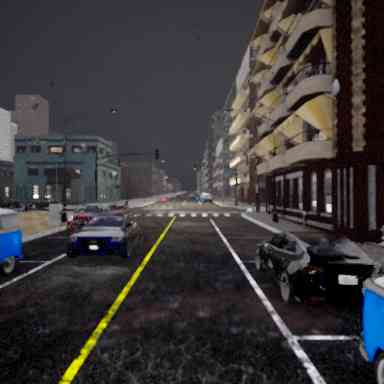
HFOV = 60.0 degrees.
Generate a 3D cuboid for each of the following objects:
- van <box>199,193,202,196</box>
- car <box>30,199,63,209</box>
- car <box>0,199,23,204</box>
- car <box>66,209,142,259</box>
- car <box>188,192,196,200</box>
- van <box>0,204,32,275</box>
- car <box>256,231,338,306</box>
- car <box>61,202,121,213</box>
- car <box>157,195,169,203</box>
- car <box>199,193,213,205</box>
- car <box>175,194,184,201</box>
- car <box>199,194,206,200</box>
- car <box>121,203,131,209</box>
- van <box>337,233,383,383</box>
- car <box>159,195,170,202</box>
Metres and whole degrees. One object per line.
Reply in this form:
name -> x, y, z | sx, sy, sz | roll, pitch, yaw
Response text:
van -> 2.722, 1.178, 62.845 | 1.690, 1.788, 3.998 | 1, 0, 0
car -> -19.705, 1.593, 45.066 | 4.403, 1.369, 2.008 | 0, 0, 1
car -> -25.186, 1.634, 45.143 | 4.313, 1.339, 1.947 | 0, 0, 1
car -> -3.089, 1.538, 12.412 | 1.994, 1.385, 4.181 | 0, 0, 0
car -> 0.024, 1.296, 87.133 | 1.994, 1.385, 4.181 | 0, 0, 0
van -> -5.641, 1.326, 7.810 | 1.690, 1.788, 3.998 | 1, 0, 0
car -> 2.703, 1.550, 7.842 | 1.947, 1.339, 4.313 | 1, 0, 0
car -> -5.639, 1.400, 19.103 | 1.967, 1.590, 4.097 | 1, 0, 0
car -> -5.662, 1.418, 62.812 | 1.802, 1.307, 4.206 | 1, 0, 0
car -> 2.717, 1.405, 57.266 | 2.008, 1.369, 4.403 | 1, 0, 0
car -> -2.979, 1.285, 78.260 | 1.837, 1.490, 4.892 | 0, 0, 0
car -> 2.725, 1.284, 85.338 | 1.752, 1.417, 4.829 | 1, 0, 0
car -> -5.639, 1.492, 24.748 | 1.887, 1.381, 4.507 | 1, 0, 0
van -> 2.705, 1.337, 2.195 | 1.690, 1.788, 3.998 | 1, 0, 0
car -> -5.660, 1.363, 68.393 | 1.887, 1.381, 4.507 | 1, 0, 0
